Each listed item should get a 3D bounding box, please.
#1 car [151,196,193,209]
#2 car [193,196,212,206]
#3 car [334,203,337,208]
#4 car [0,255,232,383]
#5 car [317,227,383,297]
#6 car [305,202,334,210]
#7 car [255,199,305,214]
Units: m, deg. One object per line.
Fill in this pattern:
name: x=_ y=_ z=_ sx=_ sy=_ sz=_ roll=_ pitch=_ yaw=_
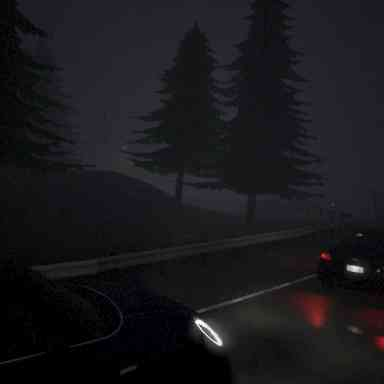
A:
car: x=-2.873 y=1.448 z=47.556 sx=4.902 sy=1.511 sz=2.128 roll=0 pitch=0 yaw=35
car: x=0.826 y=1.433 z=53.513 sx=5.008 sy=1.535 sz=1.882 roll=0 pitch=0 yaw=35
car: x=16.023 y=1.506 z=42.965 sx=4.892 sy=1.490 sz=1.837 roll=0 pitch=0 yaw=35
car: x=-1.819 y=1.352 z=2.744 sx=4.553 sy=1.767 sz=2.097 roll=0 pitch=0 yaw=-36
car: x=4.878 y=1.564 z=8.219 sx=4.181 sy=1.385 sz=1.994 roll=0 pitch=0 yaw=-42
car: x=12.751 y=1.529 z=36.717 sx=4.674 sy=1.442 sz=1.812 roll=0 pitch=0 yaw=35
car: x=8.883 y=1.481 z=35.137 sx=5.008 sy=1.535 sz=1.882 roll=0 pitch=0 yaw=35
